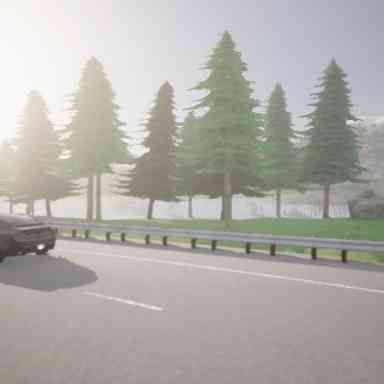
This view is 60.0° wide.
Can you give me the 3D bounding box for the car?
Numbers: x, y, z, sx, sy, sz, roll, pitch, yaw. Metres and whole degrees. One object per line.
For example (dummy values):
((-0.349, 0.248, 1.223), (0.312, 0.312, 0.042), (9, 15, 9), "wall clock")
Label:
((-6.992, 1.510, 11.749), (4.892, 1.490, 1.837), (0, 0, 27), "car")
